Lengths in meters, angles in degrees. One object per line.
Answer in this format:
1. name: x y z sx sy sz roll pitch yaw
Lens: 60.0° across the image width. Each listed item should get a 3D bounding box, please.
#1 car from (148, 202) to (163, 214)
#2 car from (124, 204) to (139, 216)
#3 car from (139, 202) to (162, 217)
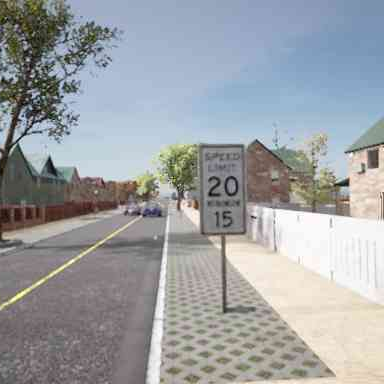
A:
1. car: -5.388 2.302 49.563 1.882 1.535 5.008 -1 -1 -4
2. car: -7.758 2.273 43.663 2.128 1.511 4.902 -1 -1 -4
3. car: -4.670 2.010 39.326 2.097 1.767 4.553 -1 -1 -3
